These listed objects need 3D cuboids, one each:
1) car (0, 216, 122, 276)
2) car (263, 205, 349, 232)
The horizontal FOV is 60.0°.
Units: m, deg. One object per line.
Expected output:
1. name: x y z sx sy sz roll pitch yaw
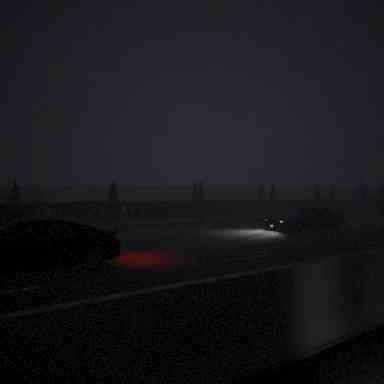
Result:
1. car: -4.470 1.451 9.184 5.008 1.535 1.882 0 0 -34
2. car: 6.856 1.509 19.778 5.357 1.411 2.033 0 0 -26
